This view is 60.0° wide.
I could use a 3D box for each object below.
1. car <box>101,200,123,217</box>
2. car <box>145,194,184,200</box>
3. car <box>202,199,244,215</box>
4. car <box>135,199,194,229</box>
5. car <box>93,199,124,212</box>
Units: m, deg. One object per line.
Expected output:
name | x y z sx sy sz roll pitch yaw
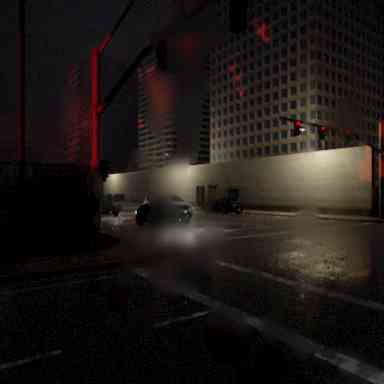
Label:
car | -8.261 1.474 30.250 1.812 1.442 4.674 0 0 -35
car | -2.102 1.171 27.637 2.150 2.045 5.566 0 0 -35
car | 2.956 1.443 32.947 2.128 1.511 4.902 0 0 -36
car | -2.038 1.453 21.479 1.837 1.490 4.892 0 0 -35
car | -9.654 1.550 38.240 1.895 1.301 4.718 0 0 -35
